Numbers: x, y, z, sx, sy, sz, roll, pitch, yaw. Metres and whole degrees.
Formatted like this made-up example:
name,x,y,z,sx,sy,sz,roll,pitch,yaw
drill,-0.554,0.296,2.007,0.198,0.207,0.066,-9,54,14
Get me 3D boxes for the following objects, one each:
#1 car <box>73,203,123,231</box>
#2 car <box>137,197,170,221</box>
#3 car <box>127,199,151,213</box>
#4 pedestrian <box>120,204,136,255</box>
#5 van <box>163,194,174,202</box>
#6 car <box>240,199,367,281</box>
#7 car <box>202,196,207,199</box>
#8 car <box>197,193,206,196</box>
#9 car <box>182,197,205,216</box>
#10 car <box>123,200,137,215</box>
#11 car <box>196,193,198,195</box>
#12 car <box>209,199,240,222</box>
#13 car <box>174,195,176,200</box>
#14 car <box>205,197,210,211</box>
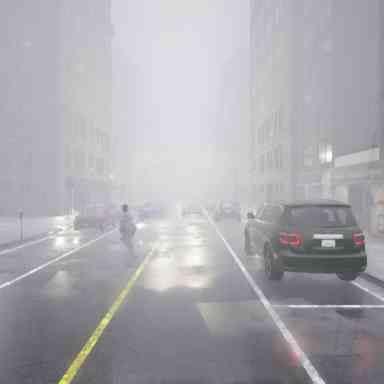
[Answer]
name,x,y,z,sx,sy,sz,roll,pitch,yaw
car,-5.864,1.546,20.534,1.887,1.381,4.507,0,0,0
car,-3.106,1.480,27.433,1.882,1.535,5.008,0,0,0
car,-5.869,1.556,37.322,2.008,1.369,4.403,0,0,0
pedestrian,-2.287,1.295,11.827,0.375,1.860,0.375,0,0,-15
van,-5.737,1.365,77.607,1.690,1.788,3.998,0,0,0
car,2.998,1.223,9.993,2.150,2.045,5.566,0,0,0
car,2.655,1.558,42.923,2.008,1.369,4.403,0,0,0
car,2.789,1.464,77.573,1.967,1.590,4.097,0,0,0
car,0.055,1.529,32.154,1.812,1.442,4.674,0,0,1
car,-5.866,1.547,26.130,1.887,1.381,4.507,0,0,0
car,2.836,1.470,88.911,1.967,1.590,4.097,0,0,0
car,2.660,1.442,26.141,1.967,1.590,4.097,0,0,0
car,-5.714,1.467,83.275,1.967,1.590,4.097,0,0,0
car,2.657,1.587,37.330,1.802,1.307,4.206,0,0,0
